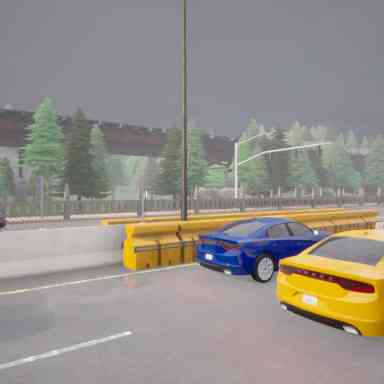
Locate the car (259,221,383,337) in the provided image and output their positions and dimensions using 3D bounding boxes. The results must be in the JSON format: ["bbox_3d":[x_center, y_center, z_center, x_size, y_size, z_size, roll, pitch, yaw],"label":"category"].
[{"bbox_3d":[3.799,1.478,6.464,5.008,1.535,1.882,0,0,-35],"label":"car"}]

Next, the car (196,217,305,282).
[{"bbox_3d":[2.438,1.478,9.793,5.008,1.535,1.882,0,0,-36],"label":"car"}]
